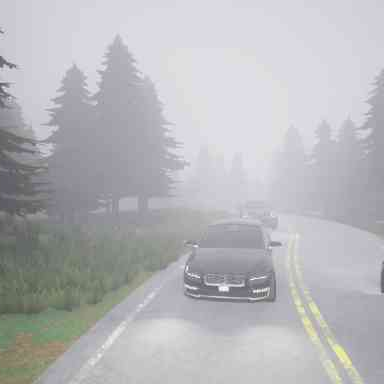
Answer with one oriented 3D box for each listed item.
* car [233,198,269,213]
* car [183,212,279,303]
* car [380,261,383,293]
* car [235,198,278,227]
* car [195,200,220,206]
[{"bbox_3d":[6.246,1.410,35.736,1.837,1.490,4.892,2,-1,-15],"label":"car"},{"bbox_3d":[1.101,1.496,8.420,1.837,1.490,4.892,-1,0,13],"label":"car"},{"bbox_3d":[4.499,1.308,4.646,2.097,1.767,4.553,-1,0,8],"label":"car"},{"bbox_3d":[3.942,1.268,20.635,2.097,1.767,4.553,-1,0,5],"label":"car"},{"bbox_3d":[1.973,1.798,44.866,1.812,1.442,4.674,3,-5,-35],"label":"car"}]
